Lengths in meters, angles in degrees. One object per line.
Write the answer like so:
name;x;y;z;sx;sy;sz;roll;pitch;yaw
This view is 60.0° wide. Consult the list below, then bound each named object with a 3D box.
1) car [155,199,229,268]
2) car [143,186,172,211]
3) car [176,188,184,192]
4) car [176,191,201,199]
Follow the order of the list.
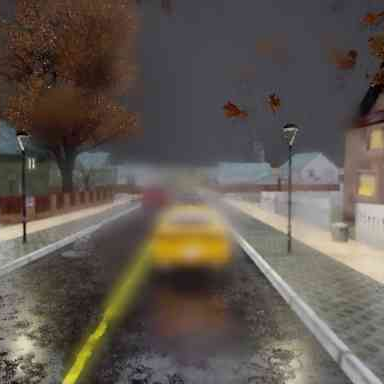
car;-0.001;1.211;10.284;1.882;1.535;5.008;0;2;0
car;-2.963;0.490;29.528;2.150;2.045;5.566;0;1;0
car;-3.215;-0.489;89.540;2.033;1.411;5.357;0;1;0
car;-0.079;0.921;25.012;2.033;1.411;5.357;0;1;0
